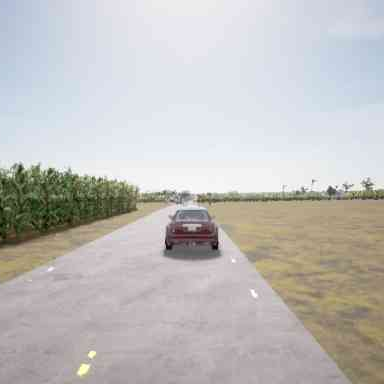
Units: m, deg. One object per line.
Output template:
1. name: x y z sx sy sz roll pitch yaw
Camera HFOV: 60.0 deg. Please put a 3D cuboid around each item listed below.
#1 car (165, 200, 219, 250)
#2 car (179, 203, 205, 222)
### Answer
1. car: 0.000 1.409 14.626 2.097 1.767 4.553 0 0 0
2. car: 0.000 1.715 29.655 2.033 1.411 5.357 0 0 0
